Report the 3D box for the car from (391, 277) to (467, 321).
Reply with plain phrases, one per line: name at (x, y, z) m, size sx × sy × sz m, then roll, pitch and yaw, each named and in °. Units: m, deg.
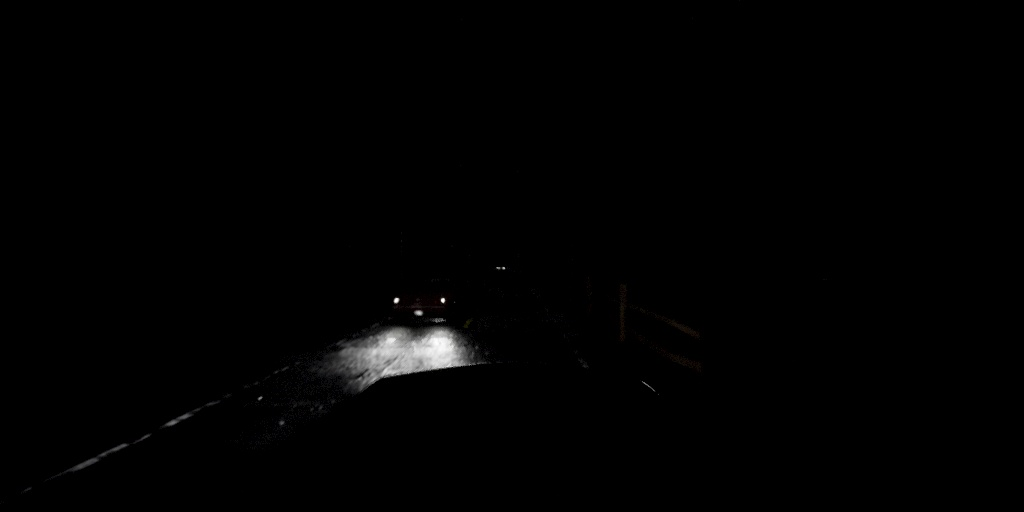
car at (-2.850, 1.473, 13.228) m, size 1.895 × 1.301 × 4.718 m, roll 0°, pitch -1°, yaw 0°
